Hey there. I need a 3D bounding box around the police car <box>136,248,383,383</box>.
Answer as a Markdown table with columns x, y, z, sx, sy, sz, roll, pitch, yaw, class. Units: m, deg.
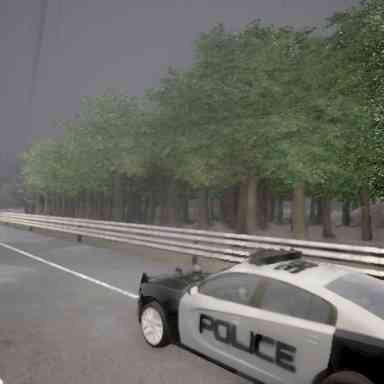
| x | y | z | sx | sy | sz | roll | pitch | yaw | class |
| --- | --- | --- | --- | --- | --- | --- | --- | --- | --- |
| 1.068 | 1.657 | 4.816 | 1.930 | 1.638 | 5.238 | 3 | -3 | -43 | police car |
